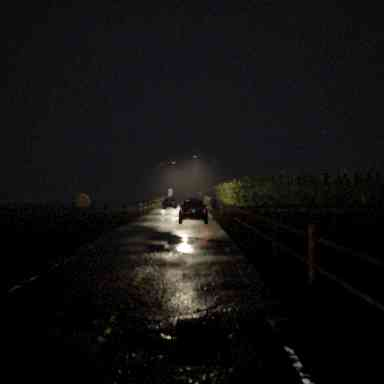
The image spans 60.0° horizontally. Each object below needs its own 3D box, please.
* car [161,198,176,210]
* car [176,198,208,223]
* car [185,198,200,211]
[{"bbox_3d":[-2.859,1.512,42.956,1.837,1.490,4.892,0,0,0],"label":"car"},{"bbox_3d":[0.089,1.354,25.261,2.097,1.767,4.553,0,0,0],"label":"car"},{"bbox_3d":[0.082,1.513,42.982,1.837,1.490,4.892,0,0,0],"label":"car"}]
